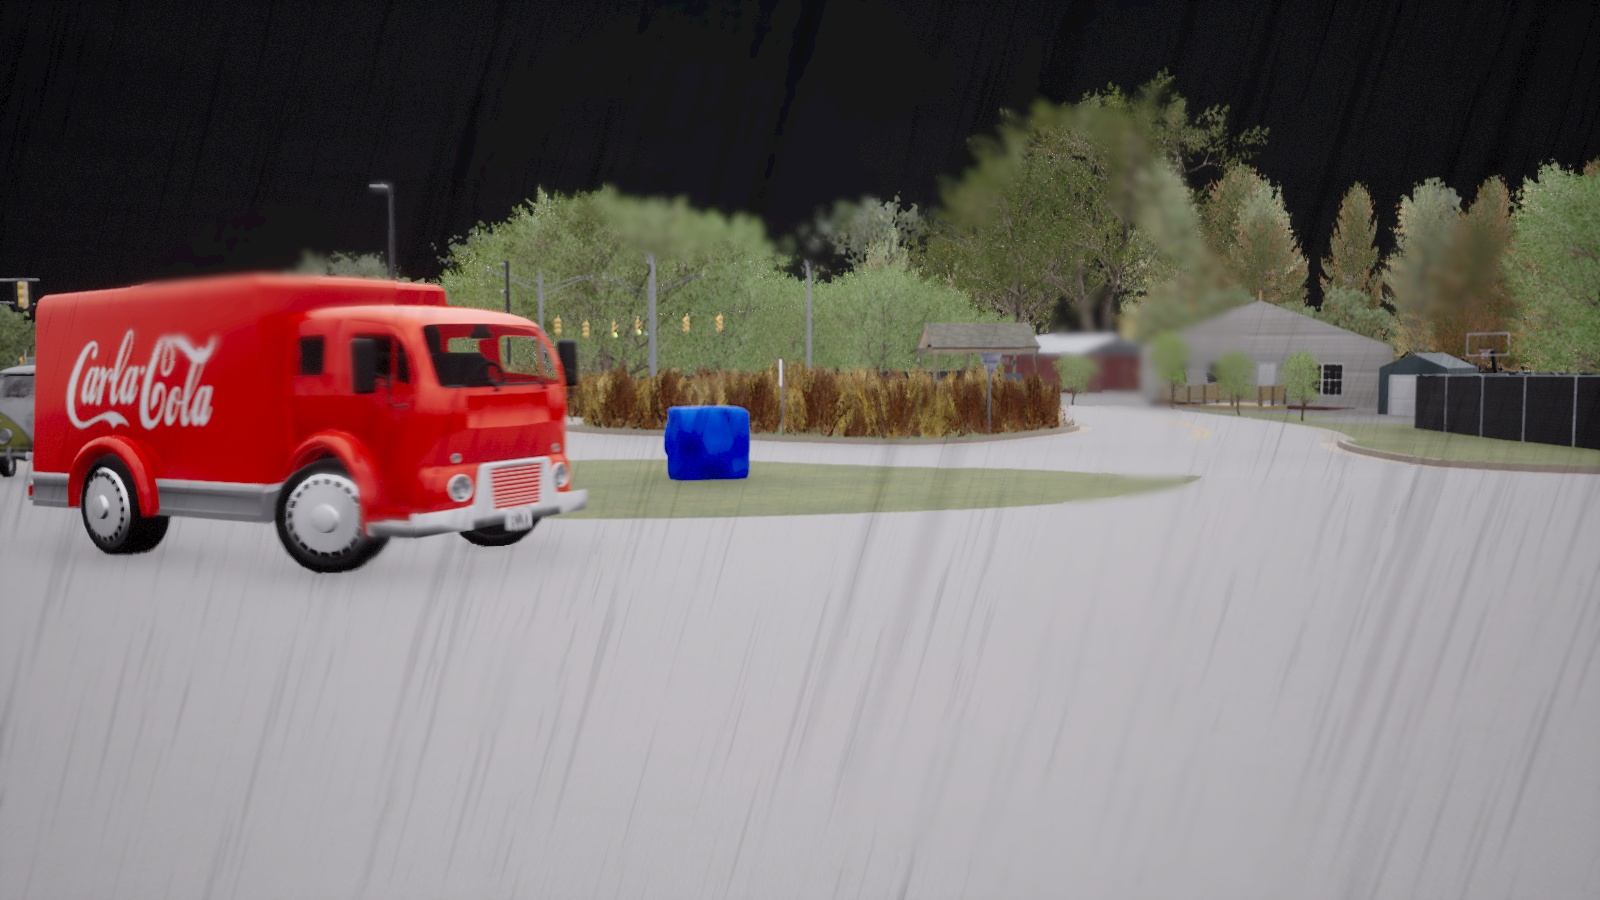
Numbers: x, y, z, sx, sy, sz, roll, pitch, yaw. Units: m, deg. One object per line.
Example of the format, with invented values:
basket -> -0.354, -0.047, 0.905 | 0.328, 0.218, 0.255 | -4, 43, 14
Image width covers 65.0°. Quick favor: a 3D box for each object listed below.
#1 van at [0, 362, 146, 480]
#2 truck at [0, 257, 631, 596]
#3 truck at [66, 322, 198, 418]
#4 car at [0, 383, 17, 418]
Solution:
van -> -13.655, -0.554, 23.398 | 1.775, 1.987, 4.442 | -1, 2, -17
truck -> -4.479, -0.314, 11.557 | 5.204, 2.467, 2.627 | 1, 5, 30
truck -> -29.096, -3.407, 54.487 | 2.891, 3.827, 8.468 | -4, 5, -42
car -> -36.783, -2.091, 54.428 | 4.792, 1.488, 2.163 | 0, 3, 18
